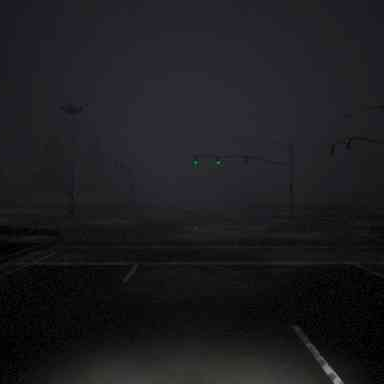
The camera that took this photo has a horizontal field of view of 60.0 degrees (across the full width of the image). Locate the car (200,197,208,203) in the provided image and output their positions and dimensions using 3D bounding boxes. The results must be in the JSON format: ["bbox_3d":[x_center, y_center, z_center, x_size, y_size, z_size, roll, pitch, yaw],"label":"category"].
[{"bbox_3d":[3.494,2.292,93.583,2.033,1.411,5.357,0,0,0],"label":"car"}]

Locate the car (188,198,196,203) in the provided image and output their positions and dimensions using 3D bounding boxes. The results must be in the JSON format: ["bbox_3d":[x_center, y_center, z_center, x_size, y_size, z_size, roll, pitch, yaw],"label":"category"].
[{"bbox_3d":[-0.006,2.292,93.583,2.033,1.411,5.357,0,0,0],"label":"car"}]

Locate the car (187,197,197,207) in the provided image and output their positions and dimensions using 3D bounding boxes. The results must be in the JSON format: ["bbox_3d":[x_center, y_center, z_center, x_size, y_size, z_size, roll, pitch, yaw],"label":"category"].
[{"bbox_3d":[-0.004,2.039,62.975,1.812,1.442,4.674,0,0,0],"label":"car"}]

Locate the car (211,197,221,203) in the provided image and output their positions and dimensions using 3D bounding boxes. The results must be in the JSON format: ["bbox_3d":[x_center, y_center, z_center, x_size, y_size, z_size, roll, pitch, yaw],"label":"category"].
[{"bbox_3d":[6.994,2.312,94.000,1.994,1.385,4.181,0,0,0],"label":"car"}]

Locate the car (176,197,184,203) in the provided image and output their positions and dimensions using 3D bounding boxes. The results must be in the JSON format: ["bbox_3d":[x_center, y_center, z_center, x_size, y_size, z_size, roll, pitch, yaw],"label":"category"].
[{"bbox_3d":[-3.506,2.284,93.999,1.812,1.442,4.674,0,0,0],"label":"car"}]
